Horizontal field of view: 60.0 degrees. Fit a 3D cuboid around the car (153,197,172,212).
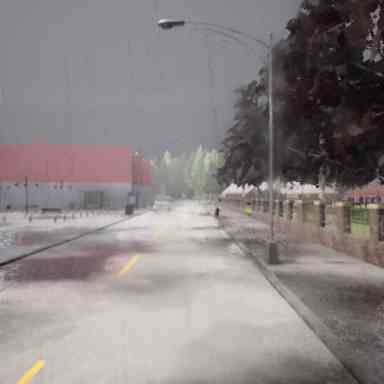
[{"bbox_3d":[-4.036,1.733,46.262,2.150,2.045,5.566,0,-1,0],"label":"car"}]
